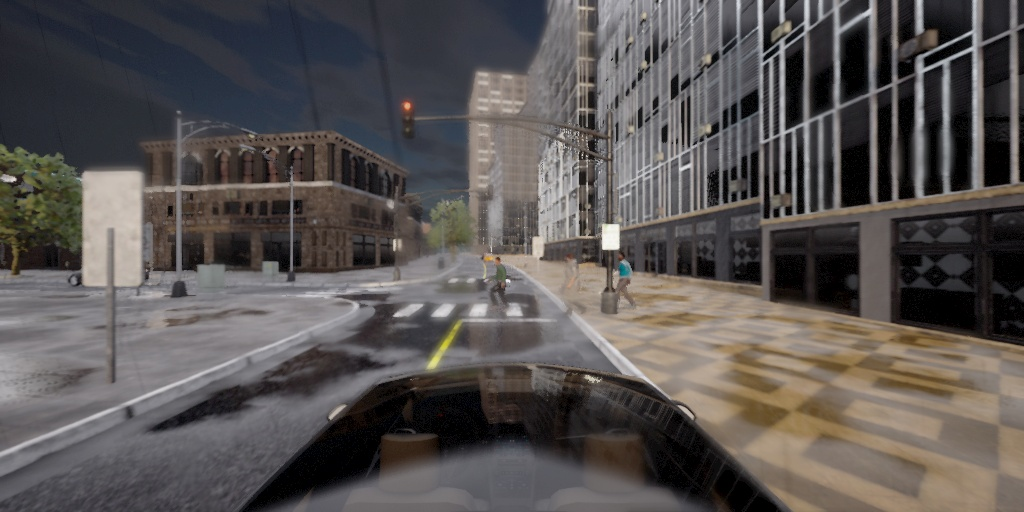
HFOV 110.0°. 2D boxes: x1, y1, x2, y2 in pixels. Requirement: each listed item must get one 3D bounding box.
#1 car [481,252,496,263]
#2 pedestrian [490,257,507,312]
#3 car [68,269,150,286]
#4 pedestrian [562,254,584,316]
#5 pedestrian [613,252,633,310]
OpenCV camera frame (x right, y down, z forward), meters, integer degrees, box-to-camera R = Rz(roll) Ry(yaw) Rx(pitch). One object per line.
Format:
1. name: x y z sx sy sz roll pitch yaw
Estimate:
1. car: -3.740 0.299 61.332 1.882 1.535 5.008 0 1 -7
2. pedestrian: -0.432 0.892 11.610 0.375 1.860 0.375 1 0 -1
3. car: -24.293 1.095 21.649 4.403 1.370 2.007 0 0 9
4. pedestrian: 1.742 0.753 10.300 0.375 1.860 0.375 1 0 -1
5. pedestrian: 3.404 0.745 11.086 0.375 1.860 0.375 1 0 -1
